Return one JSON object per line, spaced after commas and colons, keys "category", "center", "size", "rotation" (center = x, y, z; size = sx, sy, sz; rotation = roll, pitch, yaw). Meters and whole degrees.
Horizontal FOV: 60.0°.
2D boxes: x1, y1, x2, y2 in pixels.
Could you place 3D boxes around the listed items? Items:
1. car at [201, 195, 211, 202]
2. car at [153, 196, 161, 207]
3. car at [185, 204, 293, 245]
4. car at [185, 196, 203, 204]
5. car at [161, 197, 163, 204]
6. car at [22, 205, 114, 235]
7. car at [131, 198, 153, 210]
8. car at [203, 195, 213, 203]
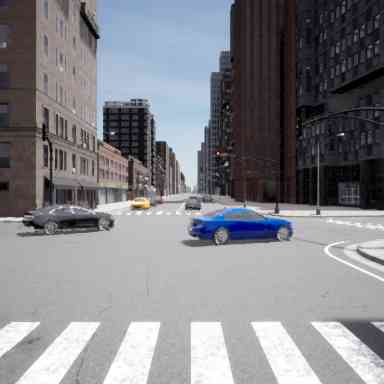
{"category": "car", "center": [3.398, 1.500, 81.384], "size": [2.128, 1.511, 4.902], "rotation": [0, 0, 0]}
{"category": "car", "center": [-6.490, 1.574, 51.446], "size": [1.994, 1.385, 4.181], "rotation": [0, 0, 1]}
{"category": "car", "center": [2.263, 1.484, 15.321], "size": [5.008, 1.535, 1.882], "rotation": [0, 0, -20]}
{"category": "car", "center": [0.113, 1.572, 42.305], "size": [1.994, 1.385, 4.181], "rotation": [0, 0, 1]}
{"category": "car", "center": [-6.450, 1.488, 61.867], "size": [1.882, 1.535, 5.008], "rotation": [0, 0, 0]}
{"category": "car", "center": [-6.674, 1.464, 18.387], "size": [4.902, 1.511, 2.128], "rotation": [1, -1, -43]}
{"category": "car", "center": [-6.521, 1.486, 42.196], "size": [1.882, 1.535, 5.008], "rotation": [0, 0, 0]}
{"category": "car", "center": [3.379, 1.532, 70.964], "size": [2.128, 1.511, 4.902], "rotation": [0, 0, 0]}
